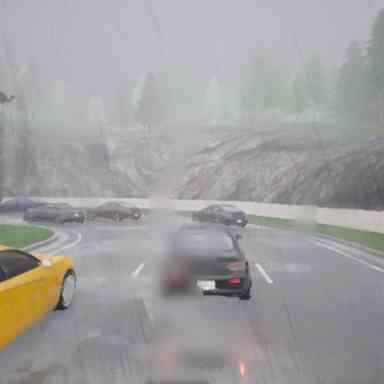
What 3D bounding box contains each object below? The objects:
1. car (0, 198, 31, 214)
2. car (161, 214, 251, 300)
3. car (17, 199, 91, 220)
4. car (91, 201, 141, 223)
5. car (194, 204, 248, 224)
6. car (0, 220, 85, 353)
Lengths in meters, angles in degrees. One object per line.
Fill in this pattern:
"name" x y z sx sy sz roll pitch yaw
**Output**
"car" -15.434 1.252 29.504 5.008 1.535 1.882 0 -1 -7
"car" 0.313 1.505 8.275 1.812 1.442 4.674 1 0 1
"car" -9.172 1.417 22.126 4.181 1.385 1.994 1 0 27
"car" -5.773 1.403 24.416 4.674 1.442 1.812 1 0 35
"car" 1.720 1.481 21.108 1.812 1.442 4.674 1 0 -25
"car" -3.258 1.434 4.630 1.882 1.535 5.008 1 0 1
